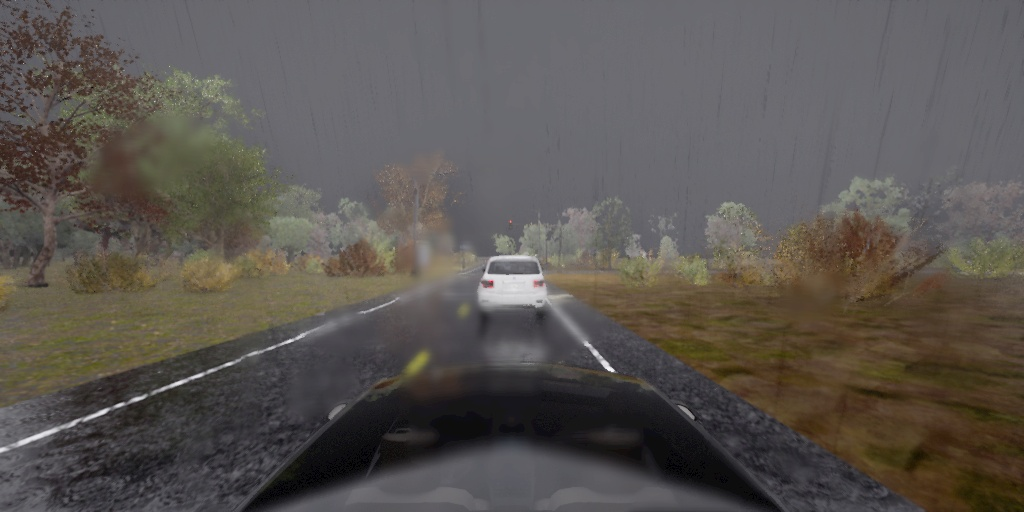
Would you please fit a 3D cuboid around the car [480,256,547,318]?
[{"bbox_3d":[0.043,1.017,13.414,2.150,2.045,5.566,0,0,0],"label":"car"}]

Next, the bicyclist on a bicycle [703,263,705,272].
[{"bbox_3d":[23.740,1.389,44.465,0.582,1.620,1.656,0,-1,1],"label":"bicyclist on a bicycle"}]
